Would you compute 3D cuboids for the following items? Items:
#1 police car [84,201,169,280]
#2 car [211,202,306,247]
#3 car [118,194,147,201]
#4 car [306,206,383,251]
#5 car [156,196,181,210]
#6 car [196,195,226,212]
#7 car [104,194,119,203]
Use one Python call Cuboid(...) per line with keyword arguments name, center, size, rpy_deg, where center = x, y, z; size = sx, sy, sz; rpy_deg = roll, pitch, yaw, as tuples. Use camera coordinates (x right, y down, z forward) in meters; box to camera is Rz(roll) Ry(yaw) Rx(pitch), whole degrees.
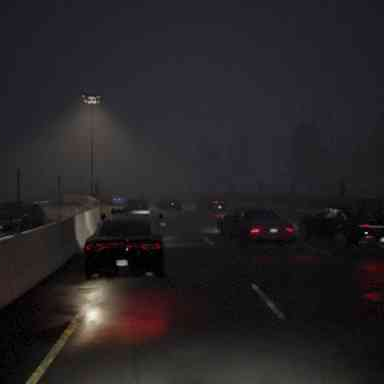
Cuboid(name="police car", center=(-1.780, 1.289, 9.735), size=(1.930, 1.638, 5.238), rpy_deg=(0, 1, -6))
Cuboid(name="car", center=(2.442, 1.351, 13.974), size=(2.033, 1.411, 5.357), rpy_deg=(0, 1, -8))
Cuboid(name="car", center=(-5.459, 1.047, 31.935), size=(2.128, 1.511, 4.902), rpy_deg=(0, 1, -20))
Cuboid(name="car", center=(5.993, 1.304, 13.270), size=(2.128, 1.511, 4.902), rpy_deg=(0, 1, -7))
Cuboid(name="car", center=(-2.542, 1.091, 34.011), size=(1.994, 1.385, 4.181), rpy_deg=(0, 1, -19))
Cuboid(name="car", center=(1.791, 1.057, 32.122), size=(1.837, 1.490, 4.892), rpy_deg=(0, 1, -17))
Cuboid(name="car", center=(-10.114, 0.947, 43.345), size=(2.033, 1.411, 5.357), rpy_deg=(0, 1, -26))
